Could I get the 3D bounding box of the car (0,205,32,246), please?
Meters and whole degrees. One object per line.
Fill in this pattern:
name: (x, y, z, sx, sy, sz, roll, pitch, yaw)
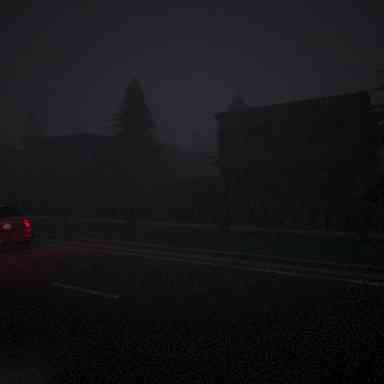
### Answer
car: (-8.487, 1.275, 13.174, 4.553, 1.767, 2.097, 0, 1, 32)
